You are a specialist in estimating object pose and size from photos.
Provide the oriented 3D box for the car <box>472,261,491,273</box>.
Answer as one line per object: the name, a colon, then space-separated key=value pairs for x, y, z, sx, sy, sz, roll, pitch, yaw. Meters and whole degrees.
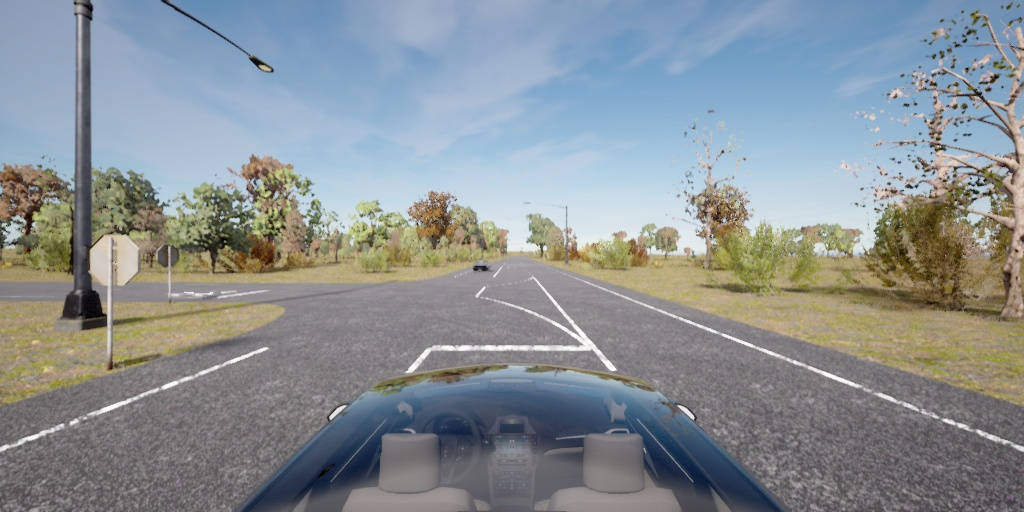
car: x=-3.354 y=1.186 z=40.324 sx=1.895 sy=1.301 sz=4.718 roll=0 pitch=0 yaw=0
